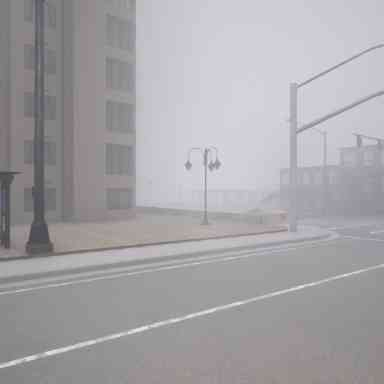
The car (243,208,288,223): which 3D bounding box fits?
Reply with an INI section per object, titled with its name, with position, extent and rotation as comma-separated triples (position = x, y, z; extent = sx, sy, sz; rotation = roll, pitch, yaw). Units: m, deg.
[car]
position = 6.900, 2.232, 32.140
extent = 1.882, 1.535, 5.008
rotation = 0, -7, -36
